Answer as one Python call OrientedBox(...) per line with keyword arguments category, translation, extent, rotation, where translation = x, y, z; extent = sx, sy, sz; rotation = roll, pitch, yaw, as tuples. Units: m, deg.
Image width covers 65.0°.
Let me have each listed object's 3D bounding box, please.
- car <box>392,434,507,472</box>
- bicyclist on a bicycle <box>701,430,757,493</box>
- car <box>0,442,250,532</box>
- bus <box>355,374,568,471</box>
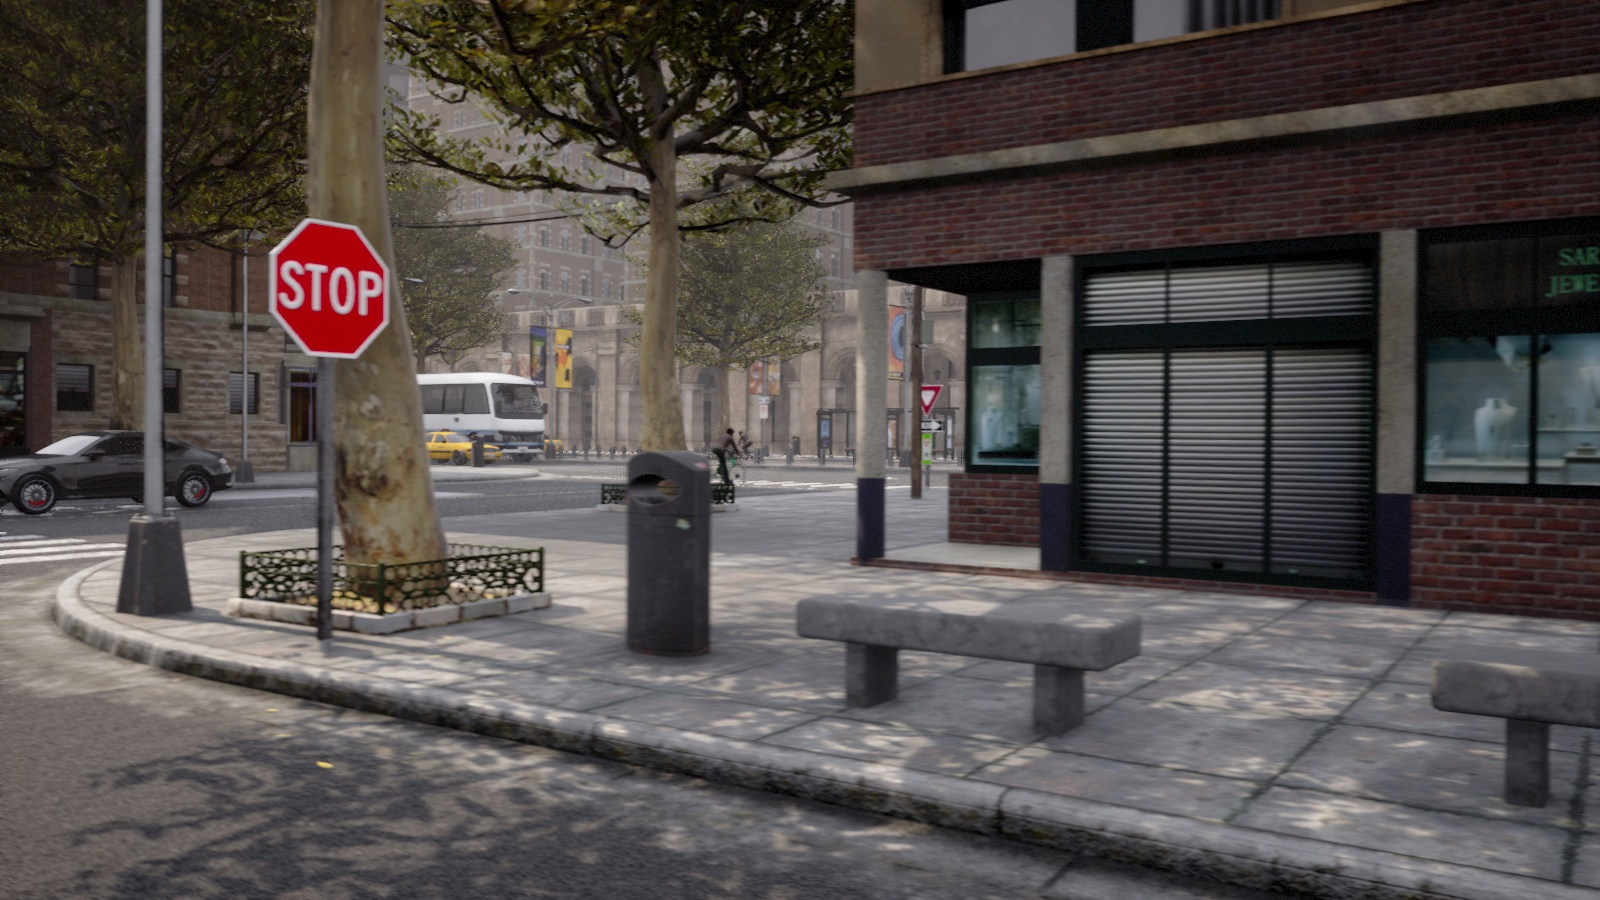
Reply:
OrientedBox(category="car", translation=(-15.466, 0.127, 55.336), extent=(5.366, 1.575, 1.801), rotation=(0, 1, 34))
OrientedBox(category="bicyclist on a bicycle", translation=(-1.873, 0.279, 33.310), extent=(0.582, 1.620, 1.656), rotation=(0, 1, 36))
OrientedBox(category="car", translation=(-12.762, 0.597, 23.023), extent=(1.812, 1.442, 4.674), rotation=(0, 1, 33))
OrientedBox(category="bus", translation=(-16.291, -1.240, 60.063), extent=(10.273, 4.253, 3.944), rotation=(0, 1, 34))
